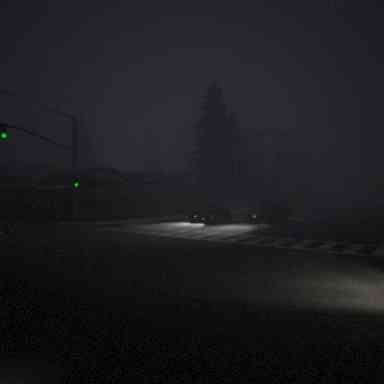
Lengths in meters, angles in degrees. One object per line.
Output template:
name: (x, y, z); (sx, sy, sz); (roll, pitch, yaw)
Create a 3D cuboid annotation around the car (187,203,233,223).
car: (1.438, 1.583, 25.768); (1.994, 1.385, 4.181); (0, 0, 38)

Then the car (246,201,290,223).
car: (5.991, 1.506, 25.947); (2.128, 1.511, 4.902); (0, 0, 38)
